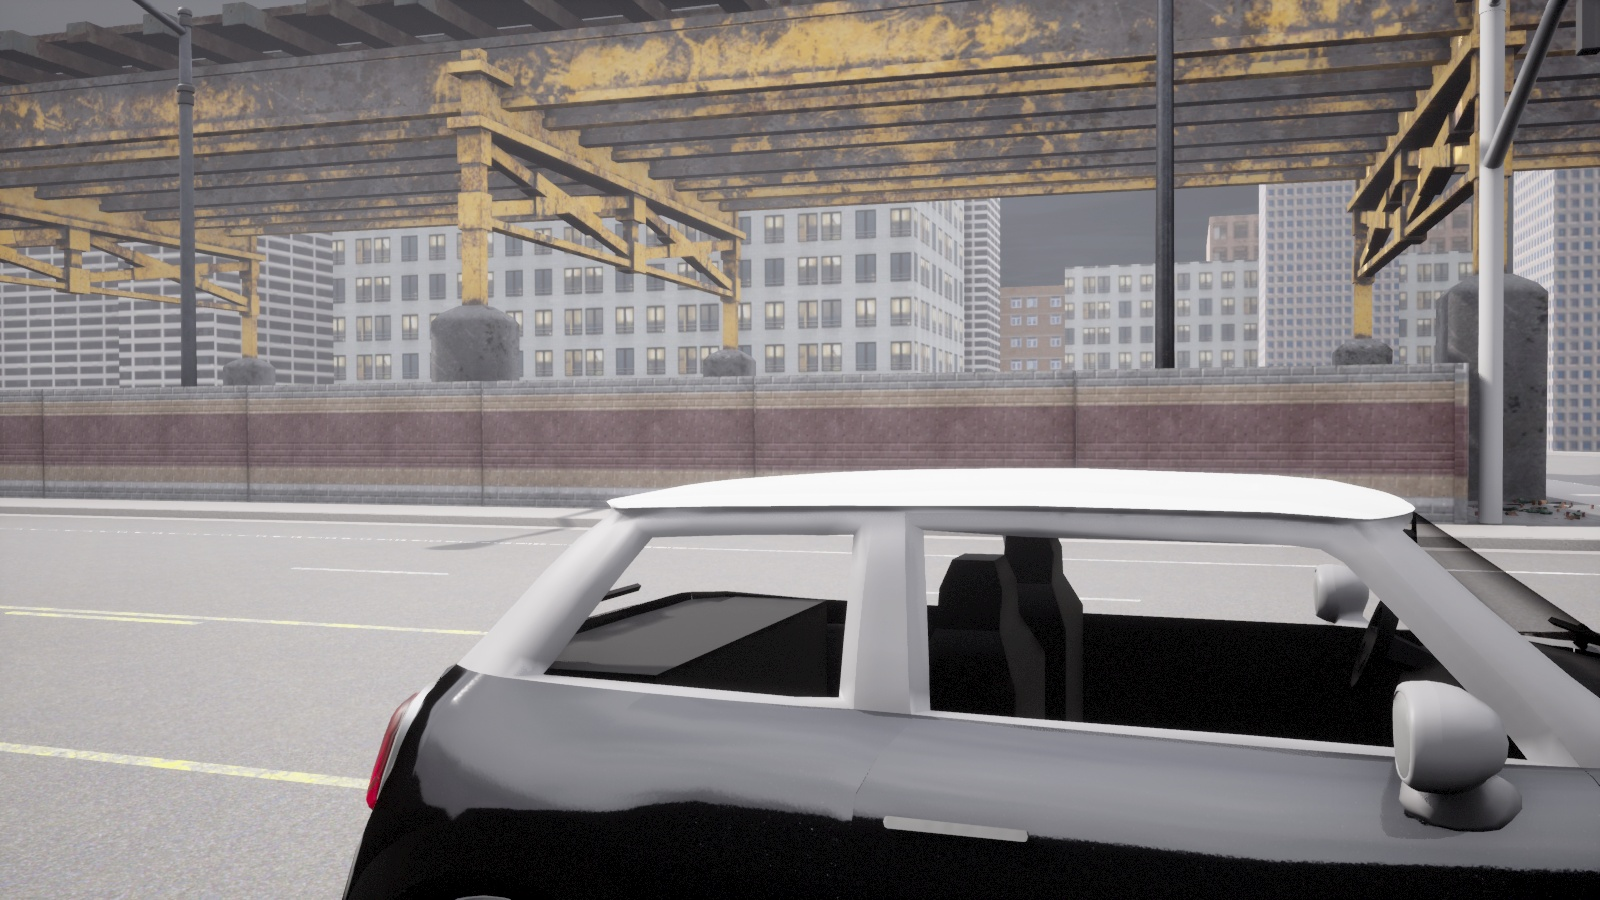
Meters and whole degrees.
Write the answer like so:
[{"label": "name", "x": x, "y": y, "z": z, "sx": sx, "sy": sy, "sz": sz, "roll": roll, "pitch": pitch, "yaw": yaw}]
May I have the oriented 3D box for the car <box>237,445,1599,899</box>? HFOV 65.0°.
[{"label": "car", "x": 0.986, "y": 0.750, "z": 2.861, "sx": 3.806, "sy": 1.475, "sz": 1.970, "roll": 1, "pitch": 1, "yaw": 18}]
